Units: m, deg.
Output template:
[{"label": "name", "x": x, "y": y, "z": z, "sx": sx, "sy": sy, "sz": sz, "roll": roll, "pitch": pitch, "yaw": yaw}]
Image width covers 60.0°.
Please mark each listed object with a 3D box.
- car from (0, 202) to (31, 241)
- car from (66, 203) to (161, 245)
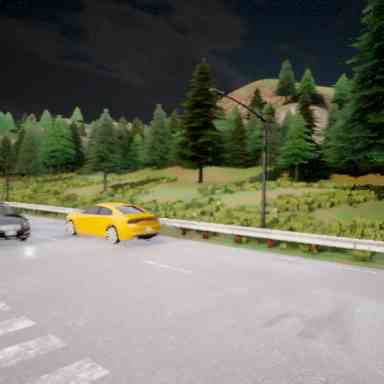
[{"label": "car", "x": -8.278, "y": 1.145, "z": 13.466, "sx": 4.902, "sy": 1.511, "sz": 2.128, "roll": 2, "pitch": 1, "yaw": 41}, {"label": "car", "x": -3.482, "y": 1.202, "z": 14.189, "sx": 5.008, "sy": 1.535, "sz": 1.882, "roll": 2, "pitch": 1, "yaw": 41}]
